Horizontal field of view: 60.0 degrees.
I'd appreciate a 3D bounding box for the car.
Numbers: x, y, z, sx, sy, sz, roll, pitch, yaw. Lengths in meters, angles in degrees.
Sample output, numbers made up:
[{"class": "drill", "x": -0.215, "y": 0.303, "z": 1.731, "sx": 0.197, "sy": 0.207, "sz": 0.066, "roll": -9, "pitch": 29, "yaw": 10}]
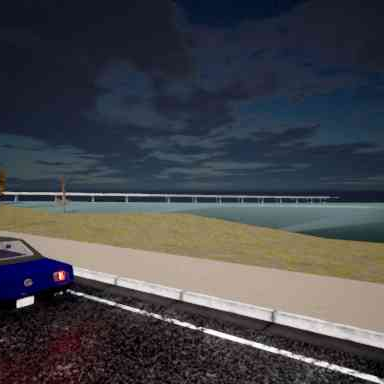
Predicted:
[{"class": "car", "x": -4.669, "y": 1.600, "z": 7.006, "sx": 4.718, "sy": 1.301, "sz": 1.895, "roll": 0, "pitch": 0, "yaw": 35}]
